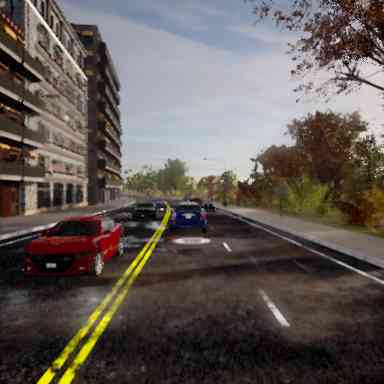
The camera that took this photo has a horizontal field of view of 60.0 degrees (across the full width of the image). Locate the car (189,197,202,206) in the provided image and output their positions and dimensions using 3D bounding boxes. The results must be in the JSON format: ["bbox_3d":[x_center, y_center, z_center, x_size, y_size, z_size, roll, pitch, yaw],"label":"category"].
[{"bbox_3d":[0.538,1.701,61.325,1.882,1.535,5.008,0,0,-5],"label":"car"}]

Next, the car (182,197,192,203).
[{"bbox_3d":[-1.157,1.826,77.411,1.994,1.385,4.181,0,0,-7],"label":"car"}]

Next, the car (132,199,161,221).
[{"bbox_3d":[-3.998,1.594,28.736,1.882,1.535,5.008,0,0,-3],"label":"car"}]

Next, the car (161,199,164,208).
[{"bbox_3d":[-5.259,1.746,51.854,2.033,1.411,5.357,0,0,-4],"label":"car"}]

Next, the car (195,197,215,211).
[{"bbox_3d":[1.881,1.712,44.101,2.033,1.411,5.357,0,0,-4],"label":"car"}]

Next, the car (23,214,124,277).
[{"bbox_3d":[-3.466,1.523,10.593,1.882,1.535,5.008,0,0,-1],"label":"car"}]

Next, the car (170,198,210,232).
[{"bbox_3d":[-0.264,1.436,20.892,2.097,1.767,4.553,0,0,-2],"label":"car"}]
